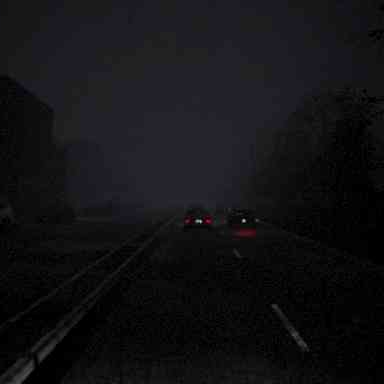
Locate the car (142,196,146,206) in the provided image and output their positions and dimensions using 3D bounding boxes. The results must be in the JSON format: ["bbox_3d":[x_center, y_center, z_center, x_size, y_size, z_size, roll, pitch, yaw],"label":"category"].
[{"bbox_3d":[-11.114,2.069,66.880,2.185,1.767,4.553,0,-1,0],"label":"car"}]

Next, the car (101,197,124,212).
[{"bbox_3d":[-11.288,1.680,44.849,2.435,2.045,5.566,0,-1,0],"label":"car"}]

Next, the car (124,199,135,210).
[{"bbox_3d":[-11.270,2.045,54.267,2.231,1.521,4.892,0,-1,1],"label":"car"}]

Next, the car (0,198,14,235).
[{"bbox_3d":[-11.504,1.350,17.228,2.435,2.045,5.566,0,-1,0],"label":"car"}]

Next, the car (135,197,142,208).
[{"bbox_3d":[-11.160,2.123,61.138,1.946,1.575,5.366,0,-1,0],"label":"car"}]

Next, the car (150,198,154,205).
[{"bbox_3d":[-11.028,2.075,77.871,2.435,2.045,5.566,0,-1,0],"label":"car"}]

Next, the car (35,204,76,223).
[{"bbox_3d":[-11.423,1.763,28.270,2.163,1.488,4.792,0,-1,1],"label":"car"}]

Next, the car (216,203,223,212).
[{"bbox_3d":[3.849,2.046,41.804,2.033,1.411,5.357,0,-1,1],"label":"car"}]

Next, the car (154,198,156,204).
[{"bbox_3d":[-10.985,2.395,83.552,2.231,1.521,4.892,0,-1,0],"label":"car"}]

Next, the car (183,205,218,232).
[{"bbox_3d":[0.351,1.809,22.110,2.033,1.411,5.357,0,-1,0],"label":"car"}]

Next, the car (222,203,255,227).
[{"bbox_3d":[3.649,1.811,25.569,1.837,1.490,4.892,0,-1,1],"label":"car"}]

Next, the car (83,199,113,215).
[{"bbox_3d":[-11.331,1.867,39.357,2.231,1.521,4.892,0,-1,0],"label":"car"}]

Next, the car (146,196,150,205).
[{"bbox_3d":[-11.073,2.255,72.187,1.946,1.575,5.366,0,-1,0],"label":"car"}]

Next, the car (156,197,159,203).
[{"bbox_3d":[-10.939,2.461,89.077,2.231,1.521,4.892,0,-1,0],"label":"car"}]
